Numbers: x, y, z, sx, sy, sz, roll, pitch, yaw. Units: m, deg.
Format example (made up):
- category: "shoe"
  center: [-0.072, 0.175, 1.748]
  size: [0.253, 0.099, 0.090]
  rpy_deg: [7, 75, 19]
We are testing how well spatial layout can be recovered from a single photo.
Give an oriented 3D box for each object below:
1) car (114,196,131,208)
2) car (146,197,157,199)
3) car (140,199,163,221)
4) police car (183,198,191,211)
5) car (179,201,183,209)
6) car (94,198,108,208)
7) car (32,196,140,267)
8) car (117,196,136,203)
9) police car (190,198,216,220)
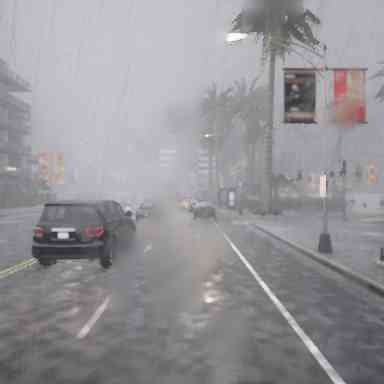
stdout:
- category: "car"
  center: [-11.291, 1.538, 53.833]
  size: [2.097, 1.767, 4.553]
  rpy_deg: [0, 0, -20]
- category: "car"
  center: [-8.163, 1.741, 65.876]
  size: [1.837, 1.490, 4.892]
  rpy_deg: [3, -2, -28]
- category: "car"
  center: [-3.491, 1.588, 27.814]
  size: [2.128, 1.511, 4.902]
  rpy_deg: [0, 0, 0]
- category: "police car"
  center: [0.498, 1.563, 39.761]
  size: [1.930, 1.638, 5.238]
  rpy_deg: [0, 0, -7]
- category: "car"
  center: [-0.561, 1.616, 46.282]
  size: [1.801, 1.575, 5.366]
  rpy_deg: [0, 0, -12]
- category: "car"
  center: [-14.252, 1.681, 51.750]
  size: [1.837, 1.490, 4.892]
  rpy_deg: [0, 0, -19]
- category: "car"
  center: [-3.465, 1.264, 11.691]
  size: [2.150, 2.045, 5.566]
  rpy_deg: [0, 0, 1]
- category: "car"
  center: [-14.999, 1.602, 76.099]
  size: [2.128, 1.511, 4.902]
  rpy_deg: [0, 0, -40]
- category: "police car"
  center: [1.045, 1.526, 29.045]
  size: [1.930, 1.638, 5.238]
  rpy_deg: [0, 0, 0]
